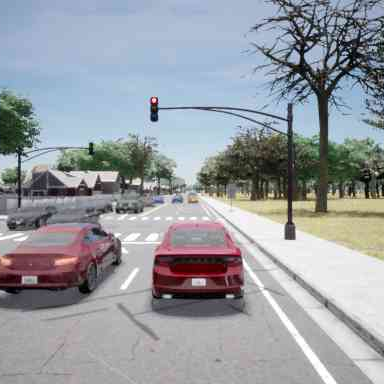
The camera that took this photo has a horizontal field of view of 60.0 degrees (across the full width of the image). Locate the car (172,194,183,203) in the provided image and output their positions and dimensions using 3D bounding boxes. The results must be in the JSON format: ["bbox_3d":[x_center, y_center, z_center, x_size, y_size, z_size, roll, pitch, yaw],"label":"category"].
[{"bbox_3d":[-2.990,1.499,66.321,1.812,1.442,4.674,0,0,0],"label":"car"}]

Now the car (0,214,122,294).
[{"bbox_3d":[-3.130,1.525,8.697,1.812,1.442,4.674,0,0,0],"label":"car"}]

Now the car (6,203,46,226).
[{"bbox_3d":[-9.800,1.512,21.164,1.837,1.490,4.892,0,0,0],"label":"car"}]

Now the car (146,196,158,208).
[{"bbox_3d":[-6.480,1.489,48.811,1.837,1.490,4.892,0,1,0],"label":"car"}]

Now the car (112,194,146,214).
[{"bbox_3d":[-6.519,1.213,35.064,2.150,2.045,5.566,0,0,-1],"label":"car"}]

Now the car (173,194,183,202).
[{"bbox_3d":[-3.068,1.320,76.287,2.097,1.767,4.553,0,0,0],"label":"car"}]

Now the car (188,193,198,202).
[{"bbox_3d":[0.182,1.190,76.315,2.150,2.045,5.566,0,0,0],"label":"car"}]

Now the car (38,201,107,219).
[{"bbox_3d":[-6.557,1.509,18.860,1.837,1.490,4.892,0,0,0],"label":"car"}]

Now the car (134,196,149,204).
[{"bbox_3d":[-9.638,1.523,64.255,2.033,1.411,5.357,0,0,1],"label":"car"}]

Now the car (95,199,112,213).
[{"bbox_3d":[-9.770,1.520,35.860,1.812,1.442,4.674,0,0,0],"label":"car"}]

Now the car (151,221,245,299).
[{"bbox_3d":[0.117,1.477,8.486,1.882,1.535,5.008,0,0,0],"label":"car"}]

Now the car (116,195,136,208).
[{"bbox_3d":[-9.729,1.339,49.302,2.097,1.767,4.553,0,0,0],"label":"car"}]

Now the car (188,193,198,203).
[{"bbox_3d":[0.255,1.452,65.914,1.882,1.535,5.008,0,0,0],"label":"car"}]

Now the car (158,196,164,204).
[{"bbox_3d":[-6.401,1.454,63.258,1.882,1.535,5.008,0,0,1],"label":"car"}]
